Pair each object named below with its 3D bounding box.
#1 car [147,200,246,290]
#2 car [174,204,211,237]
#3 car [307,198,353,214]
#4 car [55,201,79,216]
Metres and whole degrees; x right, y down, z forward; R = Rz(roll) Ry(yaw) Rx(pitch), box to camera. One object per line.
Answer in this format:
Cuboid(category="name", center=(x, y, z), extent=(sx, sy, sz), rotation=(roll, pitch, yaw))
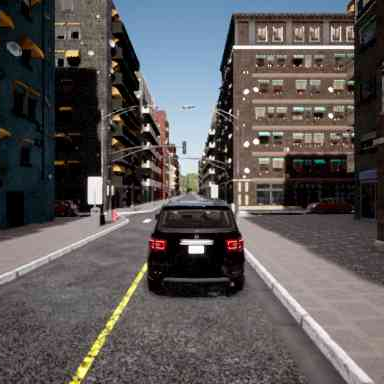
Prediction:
Cuboid(category="car", center=(0.092, 1.223, 9.197), extent=(2.150, 2.045, 5.566), rotation=(0, 0, 0))
Cuboid(category="car", center=(-0.009, 1.509, 19.020), extent=(1.837, 1.490, 4.892), rotation=(0, 0, -1))
Cuboid(category="car", center=(13.549, 1.320, 33.005), extent=(4.097, 1.590, 1.967), rotation=(-1, 0, 0))
Cuboid(category="car", center=(-13.556, 1.578, 33.075), extent=(4.097, 1.590, 1.967), rotation=(-1, 0, 0))
